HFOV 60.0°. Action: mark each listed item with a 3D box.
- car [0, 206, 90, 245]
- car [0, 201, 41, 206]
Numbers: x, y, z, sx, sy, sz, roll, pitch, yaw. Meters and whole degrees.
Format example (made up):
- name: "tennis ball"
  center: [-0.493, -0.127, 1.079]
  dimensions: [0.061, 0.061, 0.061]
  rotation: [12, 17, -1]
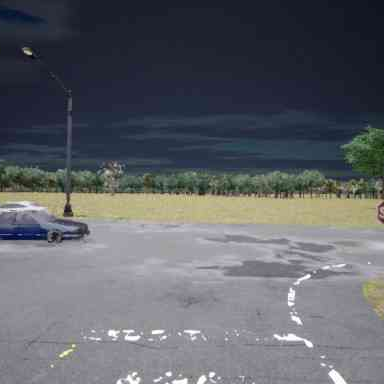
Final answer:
- name: "car"
  center: [-7.470, 1.538, 14.971]
  dimensions: [5.357, 1.411, 2.033]
  rotation: [1, 0, 0]
- name: "car"
  center: [-11.748, 1.310, 21.979]
  dimensions: [4.674, 1.442, 1.812]
  rotation: [2, 1, 0]
